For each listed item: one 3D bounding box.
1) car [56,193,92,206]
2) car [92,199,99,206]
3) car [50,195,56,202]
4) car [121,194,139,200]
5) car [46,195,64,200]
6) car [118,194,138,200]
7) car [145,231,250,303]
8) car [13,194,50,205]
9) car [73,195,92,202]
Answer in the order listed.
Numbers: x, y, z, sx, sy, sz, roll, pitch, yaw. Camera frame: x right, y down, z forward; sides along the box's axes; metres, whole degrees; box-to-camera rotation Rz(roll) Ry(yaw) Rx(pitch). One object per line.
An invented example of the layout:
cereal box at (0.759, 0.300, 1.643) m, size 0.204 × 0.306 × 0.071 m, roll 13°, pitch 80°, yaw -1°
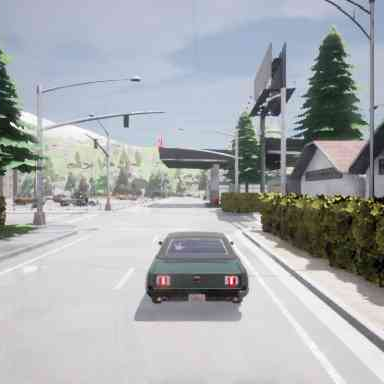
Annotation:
car at (-16.743, 1.077, 47.319) m, size 3.866 × 1.878 × 1.905 m, roll 0°, pitch 0°, yaw 0°
car at (-16.149, 1.361, 50.647) m, size 3.806 × 1.475 × 1.970 m, roll 0°, pitch 0°, yaw 0°
car at (-23.982, 1.298, 63.025) m, size 4.514 × 1.523 × 2.007 m, roll 0°, pitch 0°, yaw 0°
car at (-16.449, 1.339, 88.040) m, size 4.514 × 1.523 × 2.007 m, roll 0°, pitch 0°, yaw 0°
car at (-35.046, 1.384, 84.953) m, size 3.806 × 1.475 × 1.970 m, roll 0°, pitch 0°, yaw 0°
car at (-16.380, 1.330, 84.904) m, size 5.027 × 1.636 × 2.152 m, roll 0°, pitch 0°, yaw 0°
car at (0.100, 1.601, 8.130) m, size 1.895 × 1.301 × 4.718 m, roll 0°, pitch 0°, yaw 0°
car at (-24.628, 1.097, 50.565) m, size 4.605 × 1.855 × 1.932 m, roll 0°, pitch 0°, yaw 0°
car at (-23.992, 1.319, 73.018) m, size 3.633 × 1.501 × 1.845 m, roll 0°, pitch 0°, yaw 0°
